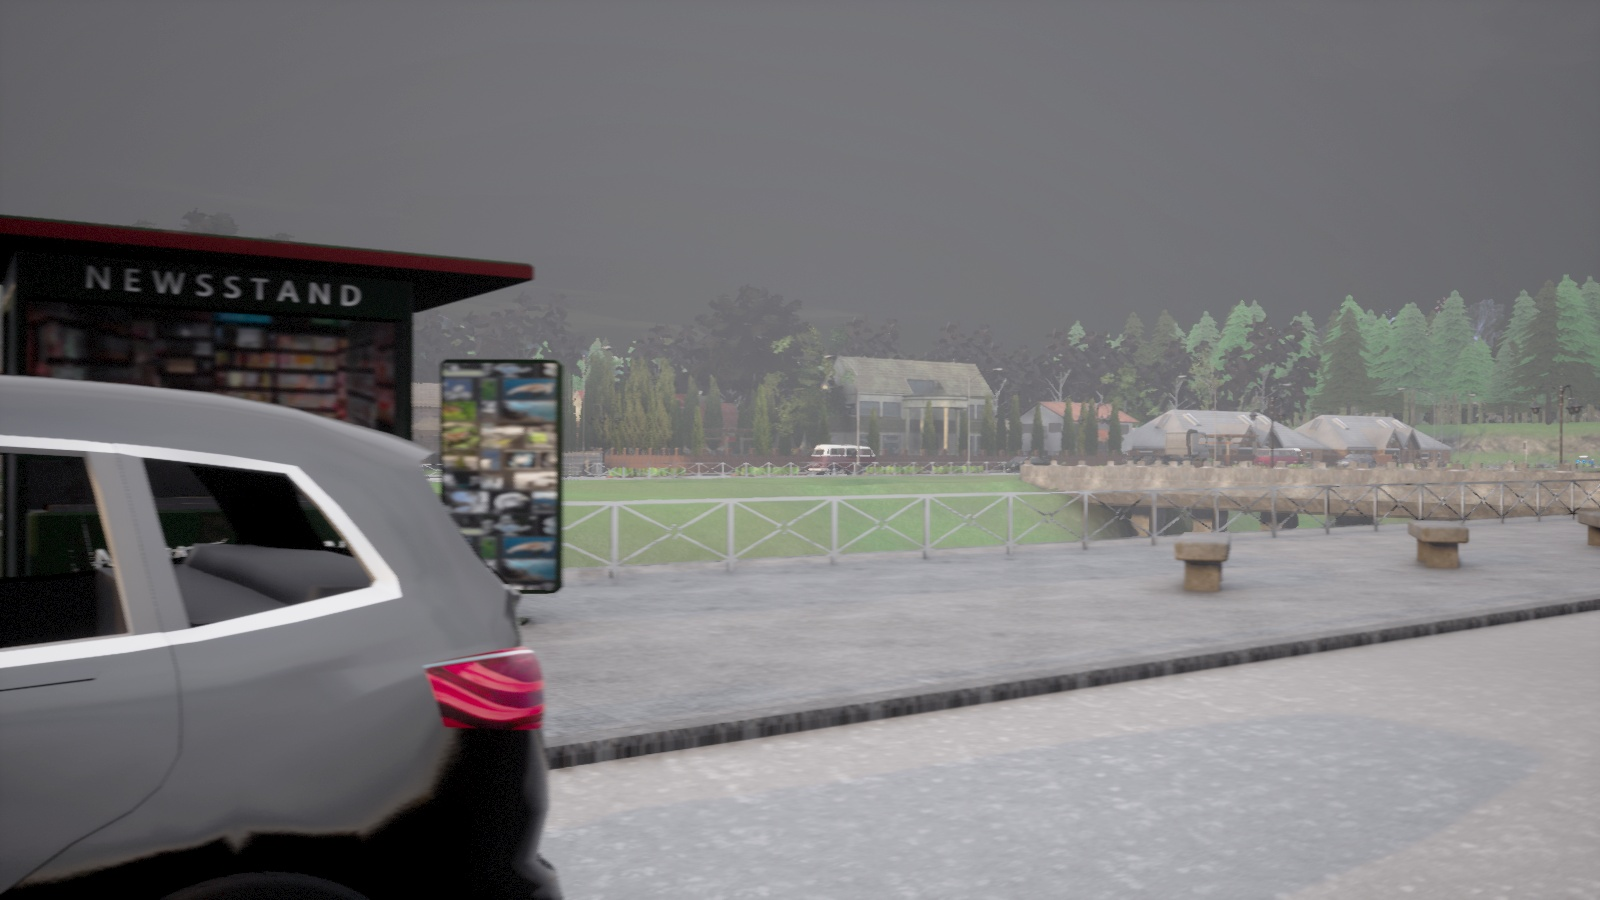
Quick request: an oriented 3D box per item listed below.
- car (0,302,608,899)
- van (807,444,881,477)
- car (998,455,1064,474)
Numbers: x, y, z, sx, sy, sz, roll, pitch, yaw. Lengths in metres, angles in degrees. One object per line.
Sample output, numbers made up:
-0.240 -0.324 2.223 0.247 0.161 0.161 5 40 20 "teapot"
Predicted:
-2.934 0.601 2.225 4.611 1.667 2.242 0 0 -35 "car"
2.859 0.662 81.426 4.480 2.038 2.069 0 0 -35 "van"
16.778 1.033 91.110 4.718 1.301 1.895 0 0 -35 "car"
